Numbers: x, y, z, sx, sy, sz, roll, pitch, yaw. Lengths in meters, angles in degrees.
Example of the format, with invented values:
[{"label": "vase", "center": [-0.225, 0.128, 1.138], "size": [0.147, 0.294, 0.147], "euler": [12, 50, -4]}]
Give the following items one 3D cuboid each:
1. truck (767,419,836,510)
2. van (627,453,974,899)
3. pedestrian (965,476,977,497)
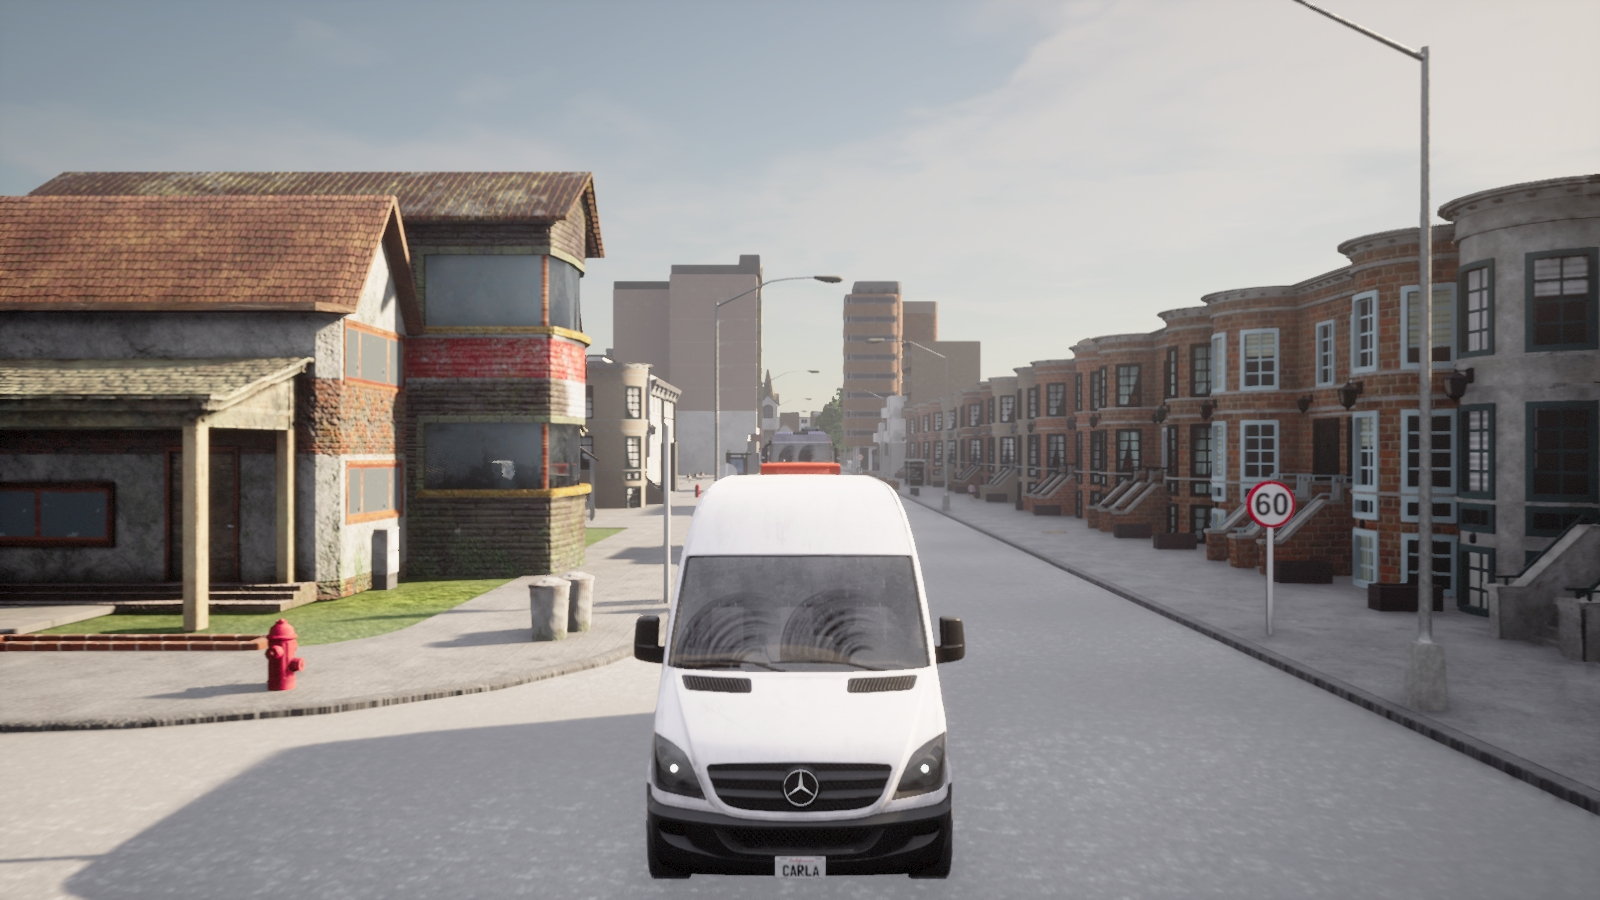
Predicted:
[{"label": "truck", "center": [0.029, 0.660, 52.213], "size": [2.891, 3.827, 8.468], "euler": [0, -1, 0]}, {"label": "van", "center": [0.003, 1.314, 9.508], "size": [1.988, 2.561, 5.915], "euler": [0, 0, 0]}, {"label": "pedestrian", "center": [8.937, 1.898, 59.602], "size": [0.500, 1.100, 0.500], "euler": [0, 0, -7]}]
